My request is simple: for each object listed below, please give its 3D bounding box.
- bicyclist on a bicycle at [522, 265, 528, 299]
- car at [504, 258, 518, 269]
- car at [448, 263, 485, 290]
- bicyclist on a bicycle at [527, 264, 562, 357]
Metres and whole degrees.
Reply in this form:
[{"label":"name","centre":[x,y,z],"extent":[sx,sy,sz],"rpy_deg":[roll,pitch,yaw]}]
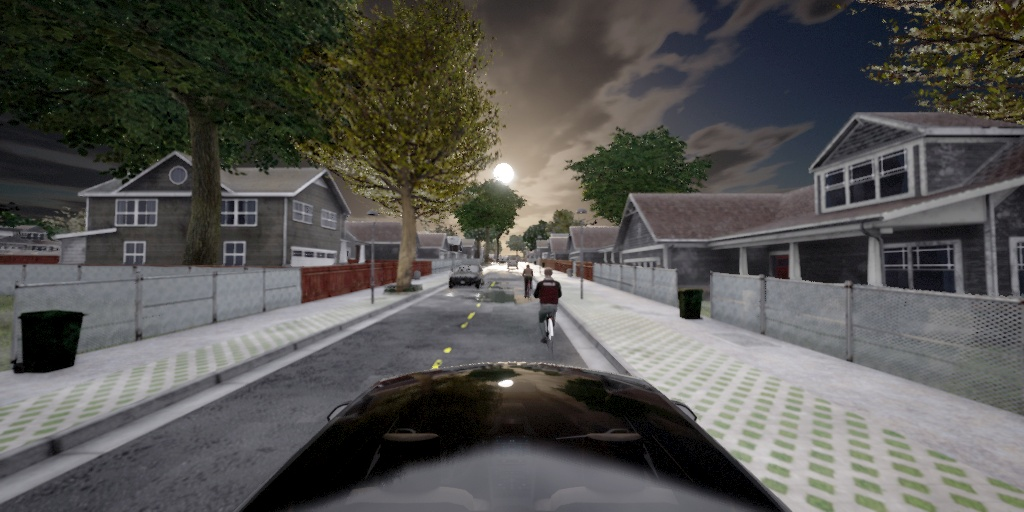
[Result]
[{"label":"bicyclist on a bicycle","centre":[0.765,1.220,16.926],"extent":[0.582,1.620,1.656],"rpy_deg":[0,0,0]},{"label":"car","centre":[0.117,1.358,61.699],"extent":[2.128,1.511,4.902],"rpy_deg":[0,0,0]},{"label":"car","centre":[-2.844,1.255,23.179],"extent":[1.882,1.535,5.008],"rpy_deg":[0,0,0]},{"label":"bicyclist on a bicycle","centre":[0.761,1.126,7.706],"extent":[0.659,1.776,1.843],"rpy_deg":[0,0,0]}]
